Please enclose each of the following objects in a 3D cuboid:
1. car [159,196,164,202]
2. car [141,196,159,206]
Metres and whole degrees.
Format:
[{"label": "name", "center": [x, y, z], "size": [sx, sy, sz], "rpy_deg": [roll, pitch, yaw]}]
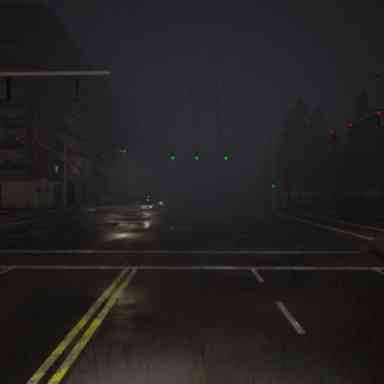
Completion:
[{"label": "car", "center": [-7.036, 1.463, 69.921], "size": [1.895, 1.301, 4.718], "rpy_deg": [0, 0, 0]}, {"label": "car", "center": [-7.078, 1.445, 54.431], "size": [2.033, 1.411, 5.357], "rpy_deg": [0, 0, 1]}]
